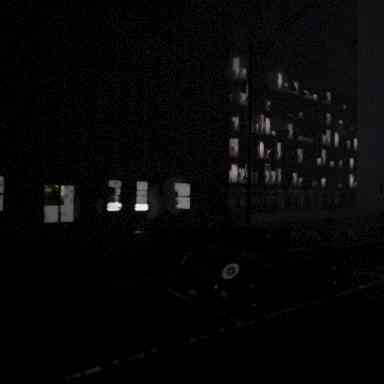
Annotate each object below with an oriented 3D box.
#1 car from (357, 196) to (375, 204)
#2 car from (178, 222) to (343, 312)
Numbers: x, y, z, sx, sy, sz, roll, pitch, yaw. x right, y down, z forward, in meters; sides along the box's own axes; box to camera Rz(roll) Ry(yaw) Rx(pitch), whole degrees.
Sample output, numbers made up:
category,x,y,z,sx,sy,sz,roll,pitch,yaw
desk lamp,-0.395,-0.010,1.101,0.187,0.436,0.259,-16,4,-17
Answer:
category,x,y,z,sx,sy,sz,roll,pitch,yaw
car,42.752,1.998,82.784,2.192,1.841,5.009,1,-1,-35
car,1.653,1.475,7.729,4.097,1.590,1.967,0,1,-35
